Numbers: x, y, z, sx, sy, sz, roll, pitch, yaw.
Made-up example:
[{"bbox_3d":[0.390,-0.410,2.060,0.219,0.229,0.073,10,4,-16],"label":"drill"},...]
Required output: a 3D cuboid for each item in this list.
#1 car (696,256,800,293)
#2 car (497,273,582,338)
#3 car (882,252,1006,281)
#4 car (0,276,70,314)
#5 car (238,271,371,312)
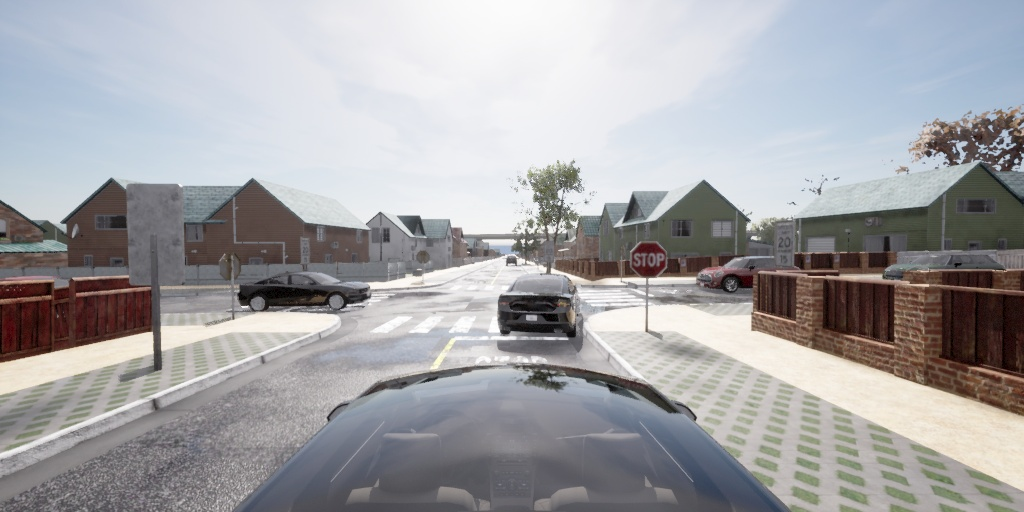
[{"bbox_3d":[11.785,0.820,18.008,4.553,1.767,2.097,-1,2,0],"label":"car"},{"bbox_3d":[0.947,1.224,10.384,1.882,1.535,5.008,0,0,12],"label":"car"},{"bbox_3d":[21.680,0.646,18.092,4.553,1.767,2.097,-1,2,0],"label":"car"},{"bbox_3d":[-19.666,1.574,14.810,5.008,1.535,1.882,-1,2,0],"label":"car"},{"bbox_3d":[-8.485,1.376,14.898,5.008,1.535,1.882,-1,2,0],"label":"car"}]
